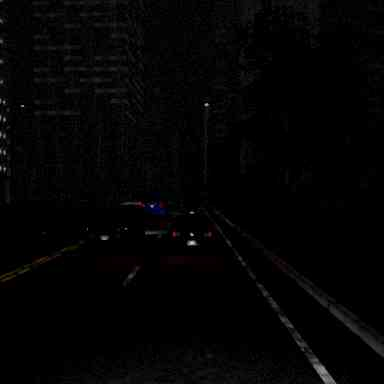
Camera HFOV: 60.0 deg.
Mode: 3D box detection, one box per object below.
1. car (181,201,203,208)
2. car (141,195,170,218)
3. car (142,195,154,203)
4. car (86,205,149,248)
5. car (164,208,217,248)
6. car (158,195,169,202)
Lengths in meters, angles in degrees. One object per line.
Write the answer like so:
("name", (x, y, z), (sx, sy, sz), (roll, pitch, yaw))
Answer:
("car", (0.000, 1.528, 29.653), (1.812, 1.442, 4.674), (0, 0, 0))
("car", (-3.250, 1.253, 29.682), (2.150, 2.045, 5.566), (0, 0, 0))
("car", (-9.749, 1.530, 74.382), (2.128, 1.511, 4.902), (0, 0, 0))
("car", (-3.250, 1.529, 14.652), (1.812, 1.442, 4.674), (0, 0, 0))
("car", (0.000, 1.613, 14.682), (1.895, 1.301, 4.718), (0, 0, 0))
("car", (-6.499, 1.521, 76.048), (2.033, 1.411, 5.357), (0, 0, 0))
